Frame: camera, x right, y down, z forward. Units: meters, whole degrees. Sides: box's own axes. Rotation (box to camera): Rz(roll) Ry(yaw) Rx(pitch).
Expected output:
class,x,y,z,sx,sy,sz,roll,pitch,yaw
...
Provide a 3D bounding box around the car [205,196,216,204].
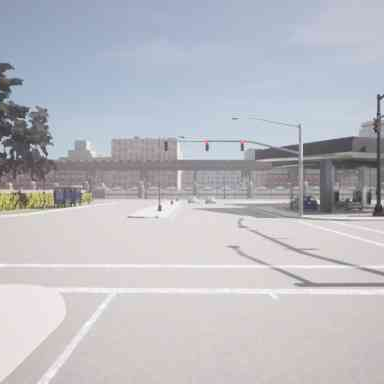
class,x,y,z,sx,sy,sz,roll,pitch,yaw
car,3.585,1.525,64.340,1.812,1.442,4.674,0,0,0

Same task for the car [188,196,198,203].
class,x,y,z,sx,sy,sz,roll,pitch,yaw
car,0.192,1.525,66.125,1.812,1.442,4.674,0,0,0

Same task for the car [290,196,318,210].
class,x,y,z,sx,sy,sz,roll,pitch,yaw
car,13.263,1.295,39.652,2.242,1.667,4.611,0,0,0

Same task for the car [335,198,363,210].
class,x,y,z,sx,sy,sz,roll,pitch,yaw
car,19.009,1.456,40.407,1.970,1.475,3.806,0,0,0
